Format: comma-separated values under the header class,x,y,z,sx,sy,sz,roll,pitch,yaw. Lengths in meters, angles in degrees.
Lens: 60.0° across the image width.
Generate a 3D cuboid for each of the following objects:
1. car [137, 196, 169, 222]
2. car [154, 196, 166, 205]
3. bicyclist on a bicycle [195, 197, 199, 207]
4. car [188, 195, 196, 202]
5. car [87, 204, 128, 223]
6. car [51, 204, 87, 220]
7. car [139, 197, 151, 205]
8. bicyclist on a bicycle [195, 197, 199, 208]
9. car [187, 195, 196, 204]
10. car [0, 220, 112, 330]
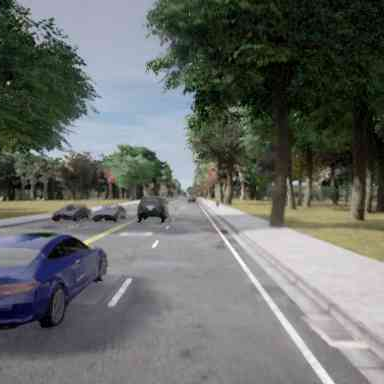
class,x,y,z,sx,sy,sz,roll,pitch,yaw
car,-3.175,1.372,27.839,2.150,2.045,5.566,0,0,0
car,-6.534,1.734,68.913,2.097,1.767,4.553,0,0,0
bicyclist on a bicycle,0.863,1.710,59.926,0.659,1.776,1.843,0,0,0
car,-0.045,1.721,92.497,2.097,1.767,4.553,0,0,0
car,-6.612,1.696,27.422,2.033,1.411,5.357,0,0,0
car,-9.862,1.698,27.835,2.033,1.411,5.357,0,0,0
car,-9.785,1.857,69.297,1.882,1.535,5.008,0,0,0
bicyclist on a bicycle,0.870,1.728,51.566,0.866,1.612,1.509,0,-1,0
car,-0.040,1.773,78.607,2.097,1.767,4.553,0,0,0
car,-3.155,1.561,6.927,1.812,1.442,4.674,0,0,0
